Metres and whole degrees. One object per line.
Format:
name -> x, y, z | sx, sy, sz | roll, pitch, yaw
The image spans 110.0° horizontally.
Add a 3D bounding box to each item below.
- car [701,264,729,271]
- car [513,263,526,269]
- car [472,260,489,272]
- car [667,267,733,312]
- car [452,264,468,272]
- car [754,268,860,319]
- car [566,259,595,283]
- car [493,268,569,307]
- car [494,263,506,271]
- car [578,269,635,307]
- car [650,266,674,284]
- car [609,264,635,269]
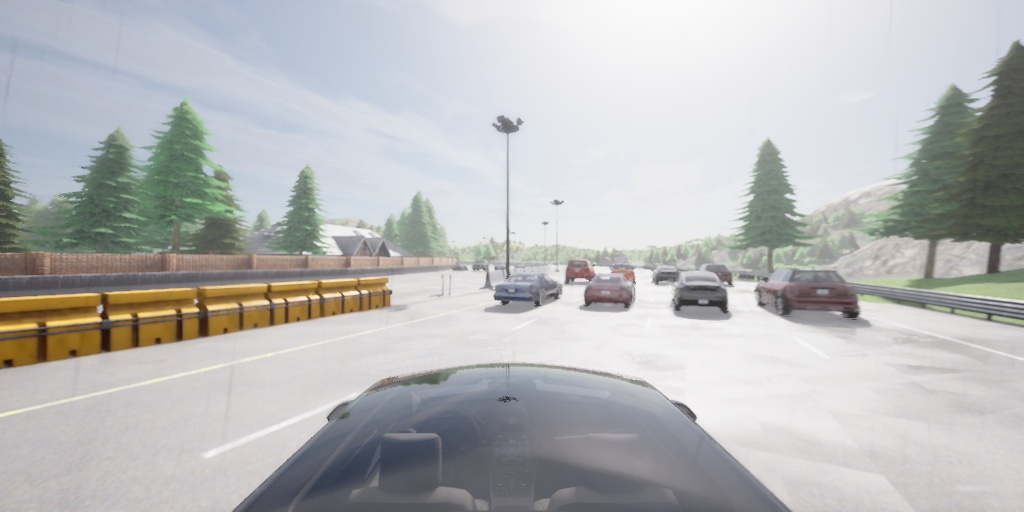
car -> 16.308, 1.406, 29.332 | 2.097, 1.767, 4.553 | 0, -1, 16
car -> 1.388, 1.955, 62.778 | 2.128, 1.511, 4.902 | 0, -1, 7
car -> -5.523, 1.704, 63.798 | 2.150, 2.045, 5.566 | 0, -1, 6
car -> 7.769, 1.406, 15.143 | 1.837, 1.490, 4.892 | 0, 0, 22
car -> -9.122, 2.079, 63.024 | 1.895, 1.301, 4.718 | 0, -1, 7
car -> 10.980, 1.229, 13.750 | 2.097, 1.767, 4.553 | 0, -1, 22
car -> 6.023, 1.317, 31.559 | 2.150, 2.045, 5.566 | 0, 0, 16
car -> 0.928, 1.474, 16.884 | 2.033, 1.411, 5.357 | 0, -1, 22
car -> -2.000, 1.971, 63.876 | 2.128, 1.511, 4.902 | 0, -1, 6
car -> 4.572, 1.483, 16.572 | 1.994, 1.385, 4.181 | 0, -1, 22
car -> 12.985, 1.578, 30.432 | 1.837, 1.490, 4.892 | 0, 0, 16
car -> 9.607, 1.437, 31.356 | 2.097, 1.767, 4.553 | 0, -1, 16
